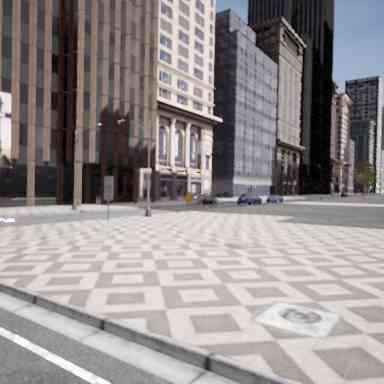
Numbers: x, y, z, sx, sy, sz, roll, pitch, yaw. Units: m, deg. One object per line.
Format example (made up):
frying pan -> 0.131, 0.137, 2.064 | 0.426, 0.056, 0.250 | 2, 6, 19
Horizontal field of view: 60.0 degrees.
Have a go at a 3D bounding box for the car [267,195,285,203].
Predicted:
car -> 13.951, 1.153, 55.474 | 1.994, 1.385, 4.181 | 2, 1, 35

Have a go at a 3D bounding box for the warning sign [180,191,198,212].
warning sign -> -0.260, 0.896, 30.689 | 1.300, 1.860, 1.060 | 2, 1, 35

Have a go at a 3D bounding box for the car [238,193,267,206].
car -> 8.349, 0.985, 47.469 | 2.097, 1.767, 4.553 | 2, 1, 36

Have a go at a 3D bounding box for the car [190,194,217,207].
car -> 1.415, 1.070, 43.103 | 2.128, 1.511, 4.902 | 2, 1, 35
